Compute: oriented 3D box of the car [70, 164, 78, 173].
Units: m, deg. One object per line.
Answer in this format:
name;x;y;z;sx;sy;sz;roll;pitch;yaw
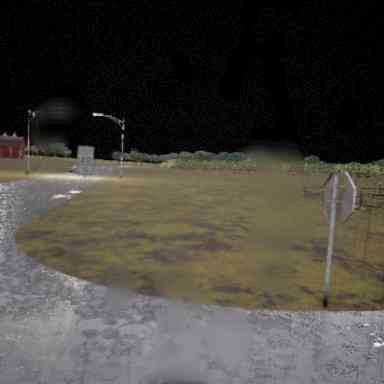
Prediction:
car;-16.973;-3.490;49.854;1.994;1.385;4.181;3;5;-10
